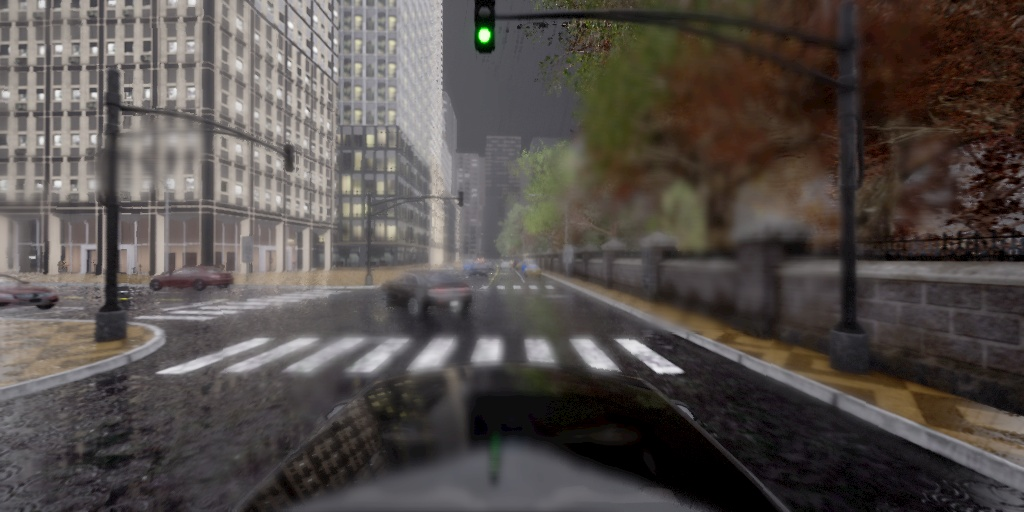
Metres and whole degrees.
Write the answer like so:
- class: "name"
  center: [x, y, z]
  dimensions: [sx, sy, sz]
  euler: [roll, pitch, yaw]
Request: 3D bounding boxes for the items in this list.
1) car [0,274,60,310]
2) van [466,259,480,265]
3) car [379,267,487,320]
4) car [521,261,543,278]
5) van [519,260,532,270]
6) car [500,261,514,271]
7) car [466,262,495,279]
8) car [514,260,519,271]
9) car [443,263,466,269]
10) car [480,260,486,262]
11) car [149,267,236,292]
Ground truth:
- class: "car"
  center: [-18.117, 1.240, 12.212]
  dimensions: [4.207, 1.307, 1.802]
  euler: [0, 0, 4]
- class: "van"
  center: [-6.149, 1.504, 53.664]
  dimensions: [1.690, 1.789, 3.998]
  euler: [0, 0, -2]
- class: "car"
  center: [-3.269, 1.309, 13.138]
  dimensions: [2.128, 1.511, 4.902]
  euler: [1, -1, -39]
- class: "car"
  center: [2.242, 1.562, 37.514]
  dimensions: [1.751, 1.417, 4.829]
  euler: [0, 0, -1]
- class: "van"
  center: [2.136, 1.420, 42.888]
  dimensions: [1.690, 1.789, 3.998]
  euler: [0, 0, -1]
- class: "car"
  center: [-0.922, 1.750, 61.855]
  dimensions: [1.812, 1.442, 4.674]
  euler: [0, 0, -2]
- class: "car"
  center: [-3.167, 1.581, 36.984]
  dimensions: [2.033, 1.411, 5.357]
  euler: [0, 0, -1]
- class: "car"
  center: [1.709, 1.732, 59.685]
  dimensions: [1.751, 1.417, 4.829]
  euler: [0, 0, -2]
- class: "car"
  center: [-5.538, 1.541, 31.487]
  dimensions: [2.007, 1.370, 4.403]
  euler: [0, 0, -1]
- class: "car"
  center: [-3.537, 1.718, 54.657]
  dimensions: [2.033, 1.411, 5.357]
  euler: [0, 0, -1]
- class: "car"
  center: [-18.026, 1.286, 20.325]
  dimensions: [4.207, 1.307, 1.802]
  euler: [0, 0, 4]
